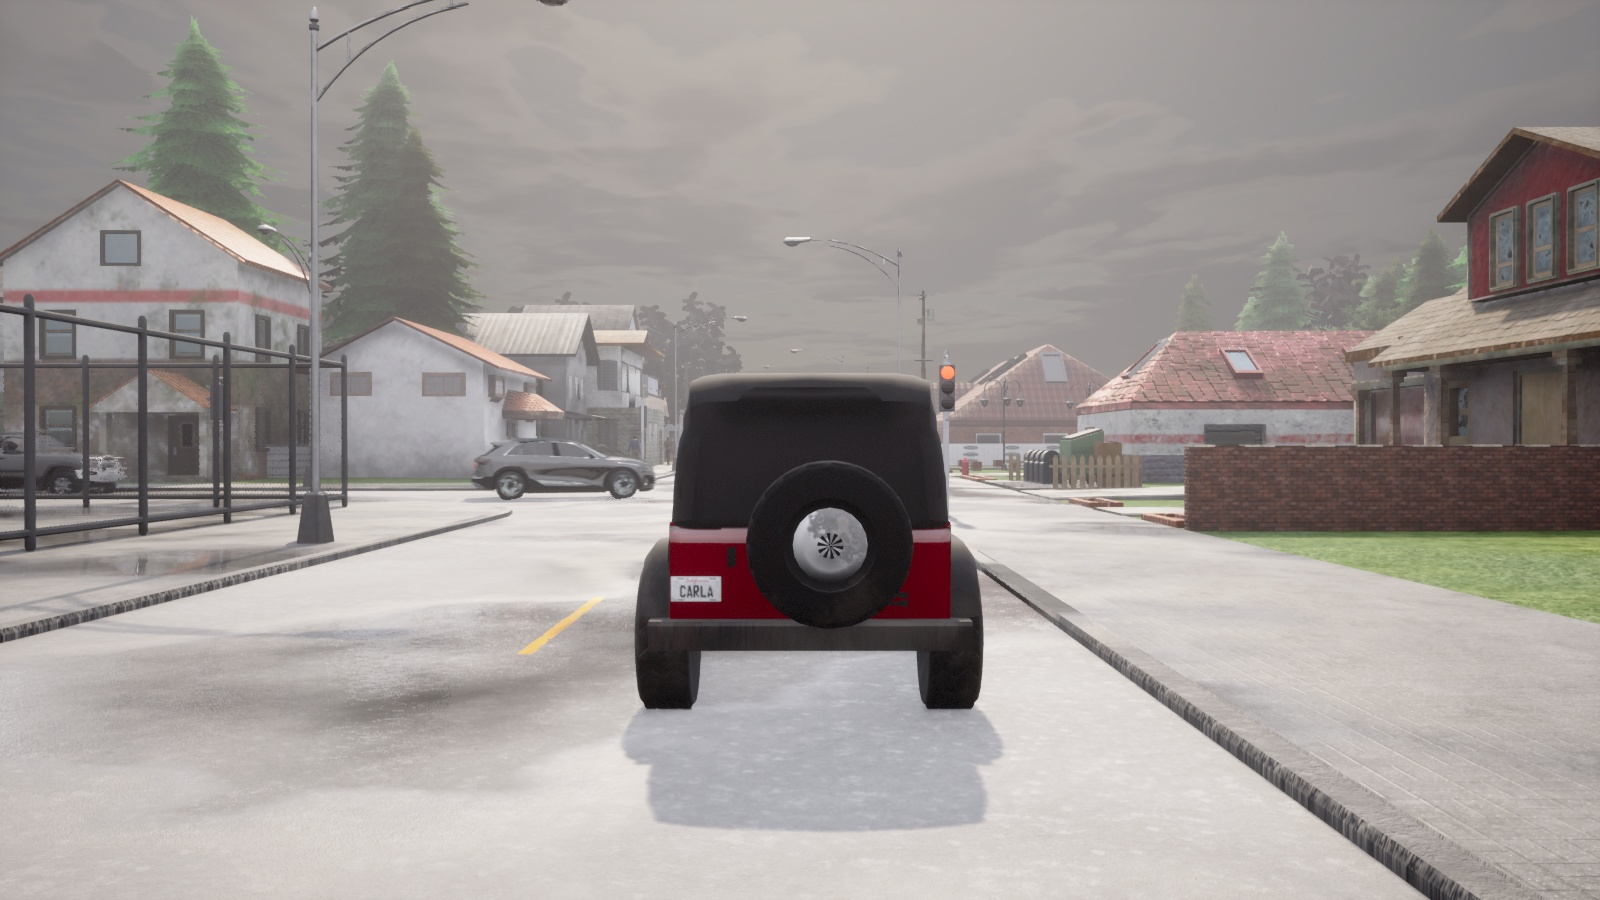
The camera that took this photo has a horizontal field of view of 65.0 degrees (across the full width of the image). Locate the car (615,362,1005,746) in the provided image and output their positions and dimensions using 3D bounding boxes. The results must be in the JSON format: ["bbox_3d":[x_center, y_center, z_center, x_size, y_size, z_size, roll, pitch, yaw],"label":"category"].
[{"bbox_3d":[0.055,0.497,8.079,1.905,1.878,3.866,0,0,0],"label":"car"}]

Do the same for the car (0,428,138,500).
[{"bbox_3d":[-20.388,0.358,33.351,4.605,1.855,1.932,0,0,0],"label":"car"}]

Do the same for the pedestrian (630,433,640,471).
[{"bbox_3d":[-8.410,0.087,64.169,0.423,1.949,0.788,0,0,-13],"label":"pedestrian"}]

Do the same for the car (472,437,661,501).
[{"bbox_3d":[-6.288,0.480,33.905,4.856,1.649,2.033,0,1,-11],"label":"car"}]
